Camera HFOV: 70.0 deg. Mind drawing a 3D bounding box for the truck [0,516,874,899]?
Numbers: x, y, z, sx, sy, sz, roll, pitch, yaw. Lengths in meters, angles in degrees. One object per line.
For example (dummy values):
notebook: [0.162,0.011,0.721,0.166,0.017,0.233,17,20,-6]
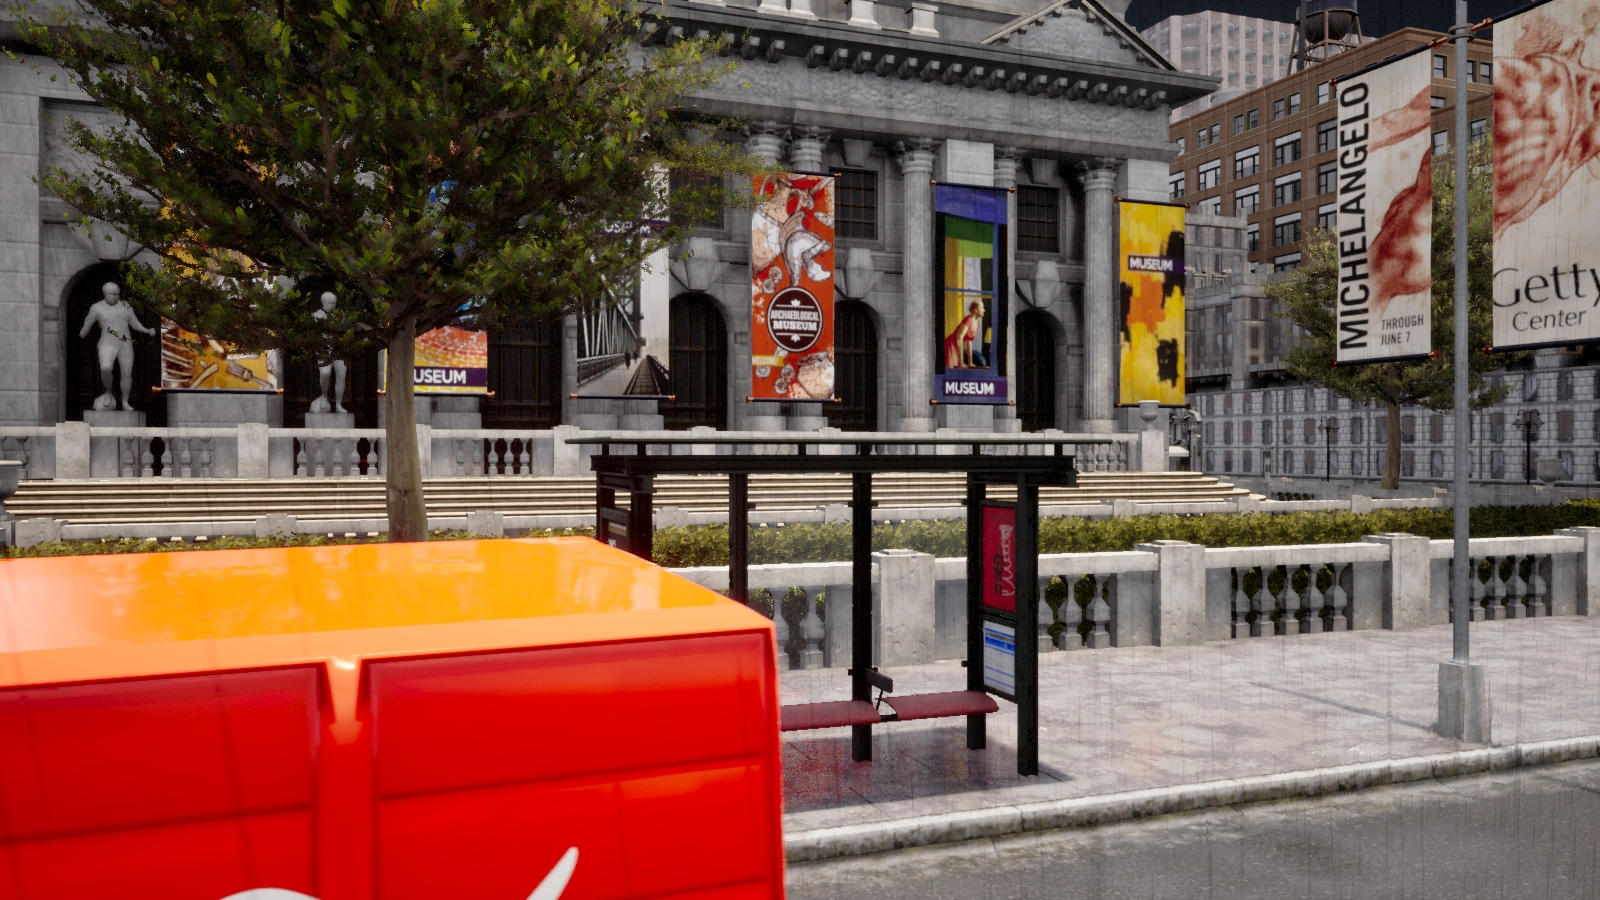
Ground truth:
truck: [-2.751,1.548,2.284,5.204,2.467,2.627,-1,1,-20]
